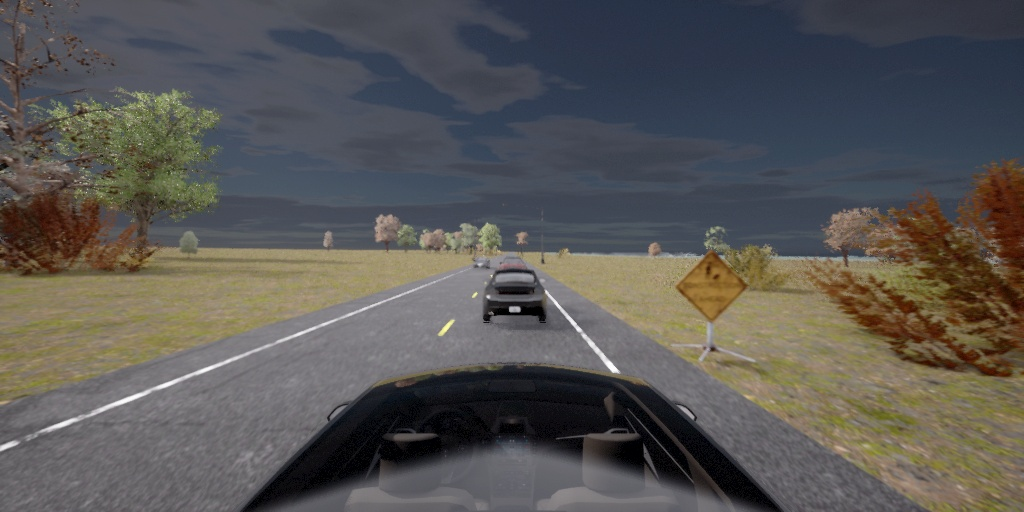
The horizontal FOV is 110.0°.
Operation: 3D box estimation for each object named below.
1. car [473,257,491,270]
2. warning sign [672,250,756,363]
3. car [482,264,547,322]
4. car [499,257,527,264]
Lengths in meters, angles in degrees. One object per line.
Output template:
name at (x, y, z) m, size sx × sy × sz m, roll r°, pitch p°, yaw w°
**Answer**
car at (-3.604, 0.825, 43.261) m, size 2.128 × 1.511 × 4.902 m, roll 0°, pitch 1°, yaw 0°
warning sign at (3.549, 0.818, 6.410) m, size 1.300 × 1.860 × 1.060 m, roll 0°, pitch 0°, yaw 0°
car at (0.080, 1.151, 11.817) m, size 1.837 × 1.490 × 4.892 m, roll 0°, pitch 0°, yaw 0°
car at (0.075, 0.841, 27.744) m, size 2.097 × 1.767 × 4.553 m, roll 0°, pitch 1°, yaw 0°
